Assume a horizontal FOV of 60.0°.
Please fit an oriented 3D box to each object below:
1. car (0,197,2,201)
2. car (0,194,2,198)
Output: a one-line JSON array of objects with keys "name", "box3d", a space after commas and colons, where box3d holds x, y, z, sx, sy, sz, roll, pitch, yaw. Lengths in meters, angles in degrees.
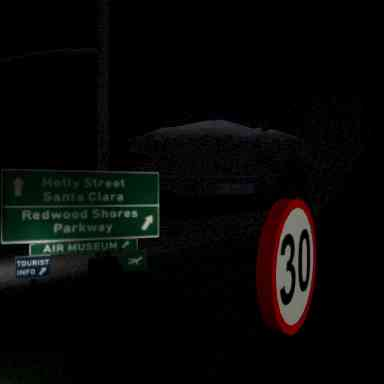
[{"name": "car", "box3d": [-12.447, 1.504, 26.027, 1.905, 1.878, 3.866, 0, 0, 35]}, {"name": "car", "box3d": [-38.770, 1.489, 69.898, 4.514, 1.523, 2.007, 0, 0, 35]}]
